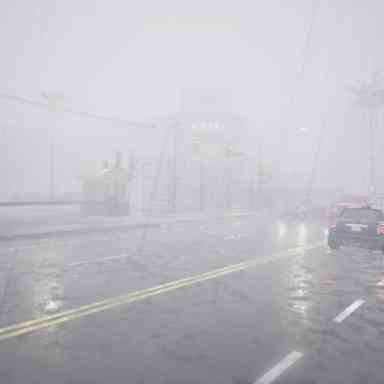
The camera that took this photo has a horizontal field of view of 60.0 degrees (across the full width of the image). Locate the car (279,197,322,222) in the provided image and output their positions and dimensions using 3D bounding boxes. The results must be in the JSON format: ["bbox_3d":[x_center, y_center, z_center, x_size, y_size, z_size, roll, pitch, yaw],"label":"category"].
[{"bbox_3d":[8.436,1.176,24.915,2.097,1.767,4.553,2,1,44],"label":"car"}]

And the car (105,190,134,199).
[{"bbox_3d":[-13.159,0.429,60.495,2.161,1.482,4.786,2,1,42],"label":"car"}]

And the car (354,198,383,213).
[{"bbox_3d":[19.457,1.403,35.443,4.674,1.442,1.812,0,1,-35],"label":"car"}]

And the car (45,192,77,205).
[{"bbox_3d":[-14.329,0.684,38.736,1.816,1.474,4.193,2,1,42],"label":"car"}]

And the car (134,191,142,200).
[{"bbox_3d":[-9.472,0.586,57.030,1.970,1.475,3.806,2,1,42],"label":"car"}]

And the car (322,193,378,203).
[{"bbox_3d":[11.357,1.120,22.963,2.150,2.045,5.566,2,1,44],"label":"car"}]

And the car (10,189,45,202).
[{"bbox_3d":[-22.175,0.638,45.719,1.895,1.301,4.718,2,1,42],"label":"car"}]

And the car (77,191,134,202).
[{"bbox_3d":[-8.694,0.689,33.636,2.185,1.767,4.553,2,1,42],"label":"car"}]

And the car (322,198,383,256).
[{"bbox_3d":[7.104,1.301,13.021,2.097,1.767,4.553,2,1,43],"label":"car"}]
